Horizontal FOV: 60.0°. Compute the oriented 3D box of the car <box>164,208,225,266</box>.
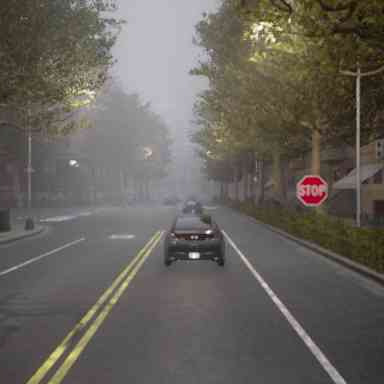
[{"bbox_3d":[0.081,1.506,11.588,1.837,1.490,4.892,0,0,0],"label":"car"}]

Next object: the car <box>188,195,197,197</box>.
[{"bbox_3d":[0.013,1.379,76.678,1.812,1.442,4.674,0,0,5],"label":"car"}]

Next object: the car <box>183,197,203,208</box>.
[{"bbox_3d":[0.100,1.529,32.148,1.812,1.442,4.674,0,0,0],"label":"car"}]

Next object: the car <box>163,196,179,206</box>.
[{"bbox_3d":[-3.548,1.484,53.871,1.882,1.535,5.008,0,0,0],"label":"car"}]
